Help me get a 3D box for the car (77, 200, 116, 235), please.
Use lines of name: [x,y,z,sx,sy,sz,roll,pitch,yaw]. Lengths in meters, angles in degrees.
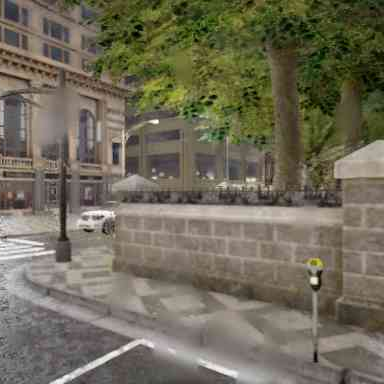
car: [-4.670,1.542,21.695,2.150,2.045,5.566,0,-1,37]
